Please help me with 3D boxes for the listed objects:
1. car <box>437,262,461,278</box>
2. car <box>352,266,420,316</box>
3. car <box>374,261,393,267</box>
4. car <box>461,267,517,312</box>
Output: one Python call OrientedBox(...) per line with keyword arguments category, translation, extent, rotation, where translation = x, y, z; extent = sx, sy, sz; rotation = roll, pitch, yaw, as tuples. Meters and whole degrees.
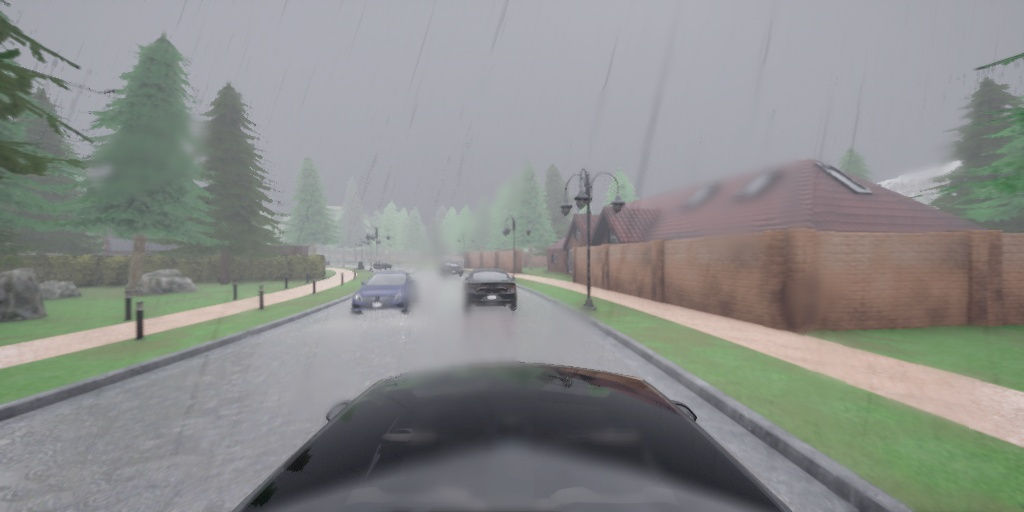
OrientedBox(category="car", translation=(-5.863, 1.286, 34.244), extent=(1.812, 1.442, 4.674), rotation=(0, 0, -20))
OrientedBox(category="car", translation=(-4.607, 1.289, 13.705), extent=(1.812, 1.442, 4.674), rotation=(0, 0, -8))
OrientedBox(category="car", translation=(-19.116, 1.407, 53.248), extent=(1.895, 1.301, 4.718), rotation=(0, 0, -31))
OrientedBox(category="car", translation=(-0.978, 1.226, 14.394), extent=(1.882, 1.535, 5.008), rotation=(0, 0, -8))
